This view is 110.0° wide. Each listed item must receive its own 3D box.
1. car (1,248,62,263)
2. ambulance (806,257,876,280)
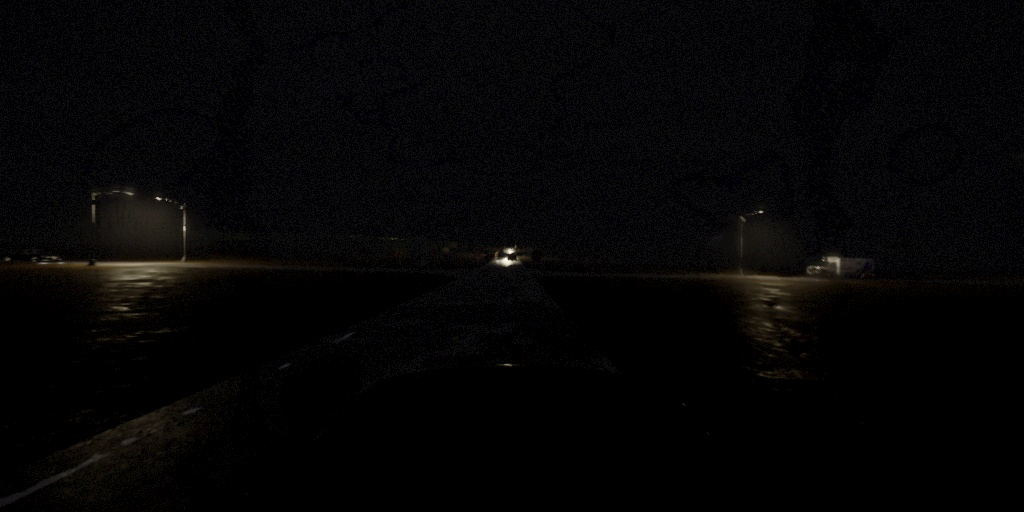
[{"bbox_3d":[-51.806,-0.042,38.689,4.892,1.490,1.837,1,1,0],"label":"car"},{"bbox_3d":[37.763,1.414,41.338,6.366,2.431,2.351,1,1,0],"label":"ambulance"}]
